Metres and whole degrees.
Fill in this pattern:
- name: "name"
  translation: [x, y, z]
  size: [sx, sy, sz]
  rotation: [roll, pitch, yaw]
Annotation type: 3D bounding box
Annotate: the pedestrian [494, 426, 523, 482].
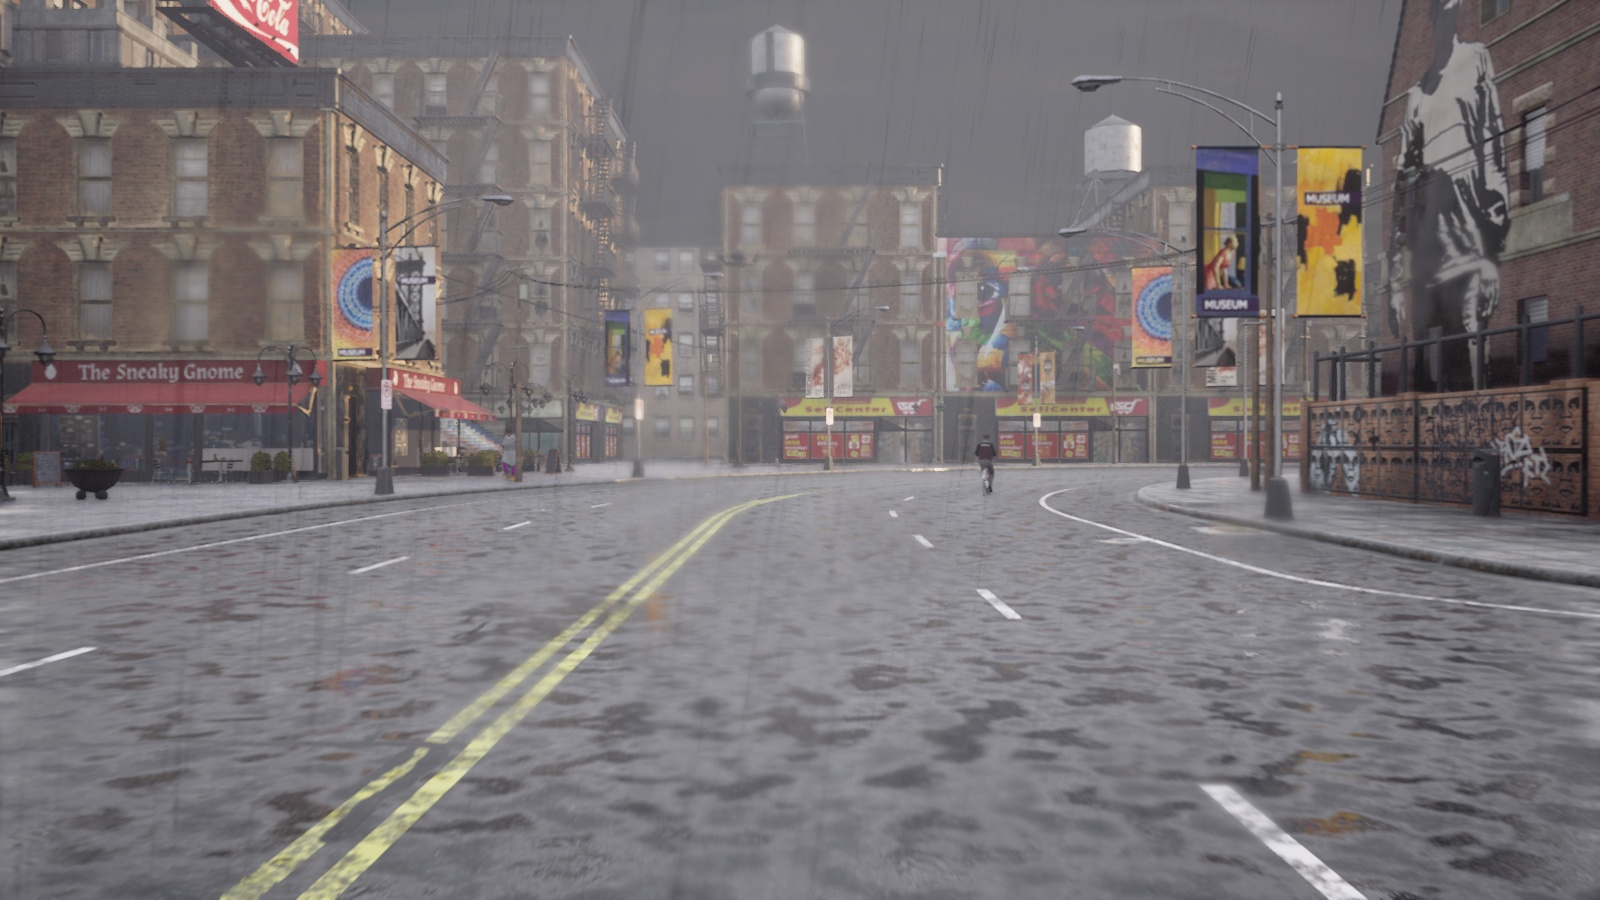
- name: "pedestrian"
  translation: [-10.231, 0.147, 44.079]
  size: [0.659, 1.952, 0.873]
  rotation: [0, 0, 18]
